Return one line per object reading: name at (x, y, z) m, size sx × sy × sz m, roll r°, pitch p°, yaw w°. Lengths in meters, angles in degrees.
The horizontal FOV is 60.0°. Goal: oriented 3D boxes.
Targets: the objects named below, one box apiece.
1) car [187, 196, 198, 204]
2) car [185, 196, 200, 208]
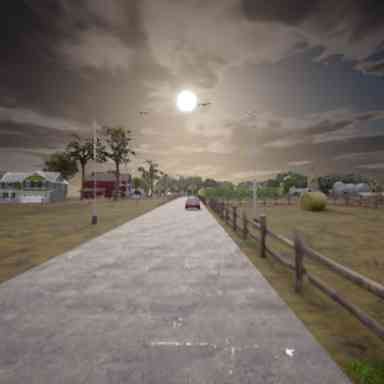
car at (0.099, 1.442, 62.239) m, size 2.033 × 1.411 × 5.357 m, roll 0°, pitch 0°, yaw 0°
car at (0.098, 1.476, 44.816) m, size 1.994 × 1.385 × 4.181 m, roll 0°, pitch 0°, yaw 0°
